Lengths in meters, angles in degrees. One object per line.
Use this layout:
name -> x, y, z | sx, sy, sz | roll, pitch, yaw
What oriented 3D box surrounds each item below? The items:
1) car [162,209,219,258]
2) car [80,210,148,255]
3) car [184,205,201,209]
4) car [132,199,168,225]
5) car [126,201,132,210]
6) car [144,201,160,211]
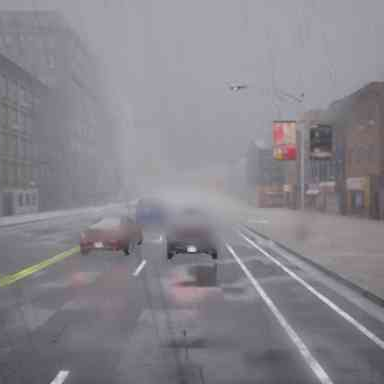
car -> 0.024, 1.673, 13.491 | 1.837, 1.490, 4.892 | 0, 0, 0
car -> -3.220, 1.696, 13.898 | 1.812, 1.442, 4.674 | 0, -1, 1
car -> 0.027, 1.899, 28.510 | 1.837, 1.490, 4.892 | 0, 0, 0
car -> -3.234, 1.603, 27.576 | 2.150, 2.045, 5.566 | 0, -1, 0
car -> -9.814, 2.264, 56.040 | 1.812, 1.442, 4.674 | 0, -1, 0
car -> -6.567, 2.281, 55.540 | 2.033, 1.411, 5.357 | 0, -1, 1
